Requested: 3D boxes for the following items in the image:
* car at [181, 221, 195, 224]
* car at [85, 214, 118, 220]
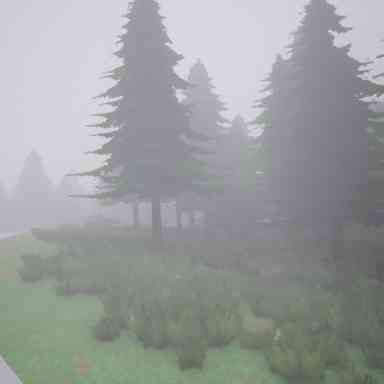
[{"bbox_3d":[-0.025,5.174,51.973,5.008,1.535,1.882,5,-8,-37],"label":"car"},{"bbox_3d":[-9.513,3.127,35.705,2.128,1.511,4.902,-5,-9,22],"label":"car"}]
